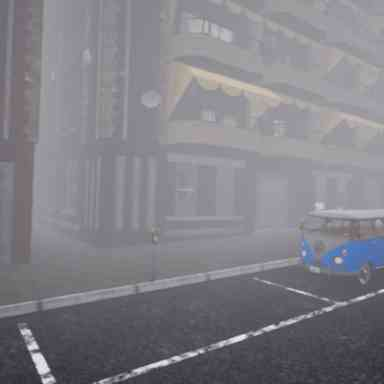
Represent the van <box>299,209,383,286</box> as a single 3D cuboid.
[{"bbox_3d":[4.752,1.400,9.361,3.998,1.788,1.690,1,1,-35],"label":"van"}]
